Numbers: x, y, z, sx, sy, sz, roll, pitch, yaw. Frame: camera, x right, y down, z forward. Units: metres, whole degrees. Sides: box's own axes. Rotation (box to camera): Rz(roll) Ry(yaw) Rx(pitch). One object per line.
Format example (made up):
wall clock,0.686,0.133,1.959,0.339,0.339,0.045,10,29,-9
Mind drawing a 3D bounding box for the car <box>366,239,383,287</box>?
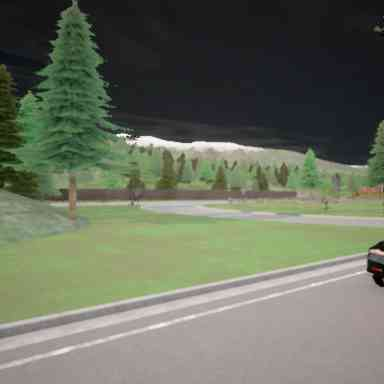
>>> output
car,6.201,1.537,8.170,4.902,1.511,2.128,0,0,-35
